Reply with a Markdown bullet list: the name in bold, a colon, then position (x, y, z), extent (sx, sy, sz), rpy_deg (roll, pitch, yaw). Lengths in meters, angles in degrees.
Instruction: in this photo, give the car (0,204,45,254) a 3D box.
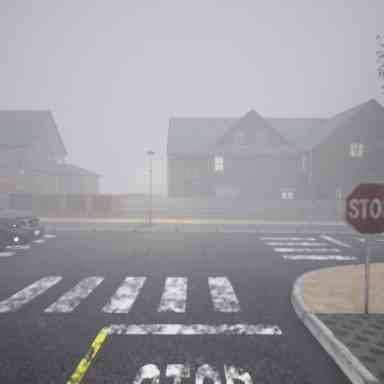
- **car**: position (-8.209, 1.024, 11.656), extent (5.566, 2.045, 2.150), rpy_deg (1, 2, -1)
